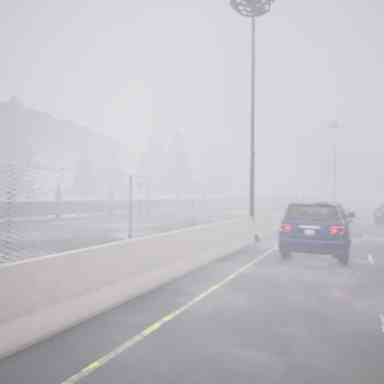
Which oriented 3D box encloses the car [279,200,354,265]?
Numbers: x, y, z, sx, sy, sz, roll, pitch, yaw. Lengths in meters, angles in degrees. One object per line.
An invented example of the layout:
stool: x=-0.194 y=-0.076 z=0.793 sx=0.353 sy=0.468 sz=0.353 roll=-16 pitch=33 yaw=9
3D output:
car: x=4.817 y=1.336 z=12.617 sx=2.150 sy=2.045 sz=5.566 roll=0 pitch=0 yaw=27

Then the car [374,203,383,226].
car: x=15.046 y=1.626 z=25.249 sx=2.097 sy=1.767 sz=4.553 roll=0 pitch=0 yaw=28
